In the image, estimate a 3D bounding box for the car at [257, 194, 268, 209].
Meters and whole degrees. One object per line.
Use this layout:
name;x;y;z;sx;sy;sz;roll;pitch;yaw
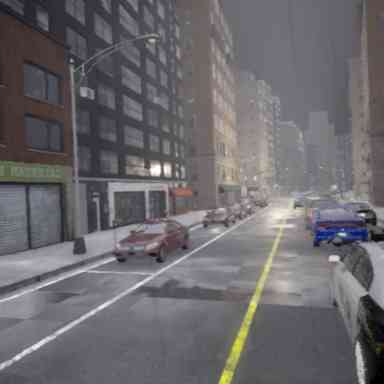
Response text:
car;8.514;1.261;44.132;2.192;1.841;5.009;-3;-1;17

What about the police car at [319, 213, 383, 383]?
police car;3.100;1.338;4.701;1.930;1.638;5.238;-2;0;17

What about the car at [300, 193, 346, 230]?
car;7.764;1.183;19.859;2.097;1.767;4.553;-2;0;17

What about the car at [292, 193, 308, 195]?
car;16.535;1.275;50.753;1.895;1.301;4.718;-2;0;17

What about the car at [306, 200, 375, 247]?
car;6.048;1.339;14.142;1.882;1.535;5.008;-2;0;17

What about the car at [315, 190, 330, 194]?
car;32.626;0.768;83.057;1.947;1.339;4.313;-3;0;26

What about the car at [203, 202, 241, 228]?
car;1.965;1.656;23.098;1.802;1.307;4.206;-3;-1;17

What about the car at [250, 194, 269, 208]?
car;10.154;1.227;49.390;2.192;1.841;5.009;-3;-1;17

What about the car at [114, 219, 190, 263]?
car;-1.316;1.715;12.583;1.802;1.307;4.206;-3;-1;17

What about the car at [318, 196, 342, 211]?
car;15.020;1.218;36.340;1.947;1.339;4.313;-3;-1;17

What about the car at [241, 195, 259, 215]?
car;5.239;1.451;33.615;1.967;1.590;4.097;-3;-1;17

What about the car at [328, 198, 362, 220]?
car;11.789;1.240;25.991;1.752;1.417;4.829;-3;-1;17

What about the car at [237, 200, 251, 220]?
car;3.606;1.625;28.356;1.802;1.307;4.206;-3;-1;17

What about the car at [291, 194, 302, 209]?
car;13.221;1.306;40.022;1.994;1.385;4.181;-2;0;17
